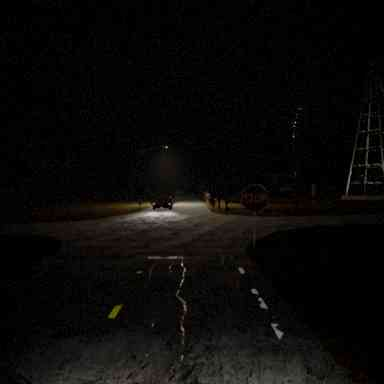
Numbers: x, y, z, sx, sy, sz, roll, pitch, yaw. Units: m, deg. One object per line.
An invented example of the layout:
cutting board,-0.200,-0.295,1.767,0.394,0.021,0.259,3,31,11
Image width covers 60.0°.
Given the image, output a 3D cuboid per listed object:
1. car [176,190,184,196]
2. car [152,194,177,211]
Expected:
car,-3.027,0.334,83.144,1.812,1.442,4.674,0,1,0
car,-2.859,1.160,33.404,1.895,1.301,4.718,0,1,0
